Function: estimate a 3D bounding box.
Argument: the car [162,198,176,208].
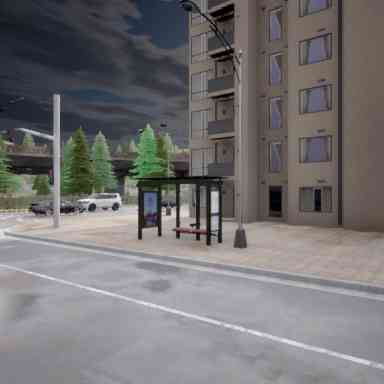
[{"bbox_3d":[-4.179,1.492,46.430,2.033,1.411,5.357,0,0,44],"label":"car"}]

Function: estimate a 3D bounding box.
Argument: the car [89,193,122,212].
[{"bbox_3d":[-10.685,1.166,38.467,2.150,2.045,5.566,0,0,37],"label":"car"}]

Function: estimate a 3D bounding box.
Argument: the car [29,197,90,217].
[{"bbox_3d":[-12.200,1.436,30.262,2.128,1.511,4.902,0,0,36],"label":"car"}]
